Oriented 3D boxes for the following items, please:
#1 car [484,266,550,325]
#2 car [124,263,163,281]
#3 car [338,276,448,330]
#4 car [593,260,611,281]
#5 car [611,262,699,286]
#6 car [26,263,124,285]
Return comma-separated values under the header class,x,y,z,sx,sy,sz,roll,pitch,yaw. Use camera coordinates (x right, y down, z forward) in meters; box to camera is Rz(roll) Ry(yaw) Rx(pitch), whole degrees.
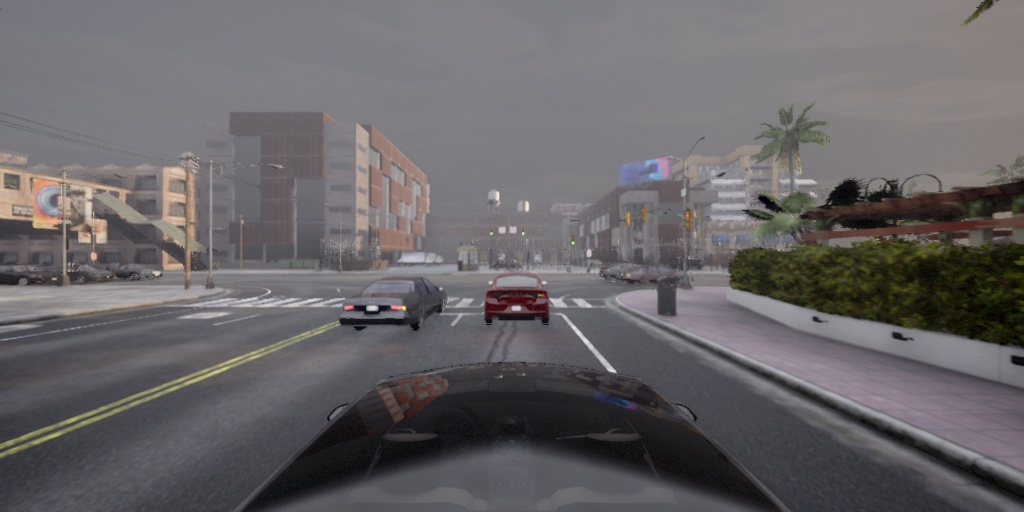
class,x,y,z,sx,sy,sz,roll,pitch,yaw
car,0.184,1.262,12.086,1.882,1.535,5.008,0,0,1
car,-33.029,1.339,30.944,4.902,1.511,2.128,0,0,1
car,-3.379,1.329,11.248,2.033,1.411,5.357,0,0,1
car,9.745,1.334,30.016,4.902,1.511,2.128,0,-1,-15
car,10.378,1.377,26.177,5.357,1.411,2.033,0,0,-11
car,-33.326,1.341,27.445,4.892,1.490,1.837,0,0,1
